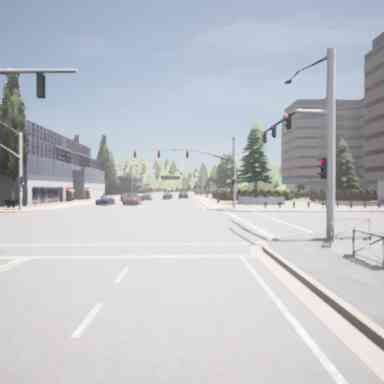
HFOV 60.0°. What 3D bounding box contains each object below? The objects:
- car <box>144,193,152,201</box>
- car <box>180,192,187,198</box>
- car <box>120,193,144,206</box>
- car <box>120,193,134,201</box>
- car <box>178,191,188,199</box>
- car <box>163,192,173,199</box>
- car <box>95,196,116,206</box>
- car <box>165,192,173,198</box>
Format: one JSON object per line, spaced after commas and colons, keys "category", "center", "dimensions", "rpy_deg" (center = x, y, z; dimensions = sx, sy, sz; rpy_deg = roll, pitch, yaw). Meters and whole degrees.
{"category": "car", "center": [-8.675, 0.966, 63.227], "dimensions": [1.994, 1.385, 4.181], "rpy_deg": [0, 1, -1]}
{"category": "car", "center": [-2.134, 0.656, 82.622], "dimensions": [1.812, 1.442, 4.674], "rpy_deg": [0, 1, -1]}
{"category": "car", "center": [-8.297, 0.917, 45.968], "dimensions": [2.097, 1.767, 4.553], "rpy_deg": [0, 1, -1]}
{"category": "car", "center": [-12.159, 0.915, 62.390], "dimensions": [1.837, 1.490, 4.892], "rpy_deg": [0, 1, -1]}
{"category": "car", "center": [-1.883, 0.661, 72.616], "dimensions": [2.097, 1.767, 4.553], "rpy_deg": [0, 1, -1]}
{"category": "car", "center": [-5.367, 0.853, 71.935], "dimensions": [2.033, 1.411, 5.357], "rpy_deg": [0, 1, -1]}
{"category": "car", "center": [-11.786, 1.172, 45.365], "dimensions": [1.895, 1.301, 4.718], "rpy_deg": [0, 1, -1]}
{"category": "car", "center": [-5.634, 0.729, 82.567], "dimensions": [1.895, 1.301, 4.718], "rpy_deg": [0, 1, -1]}
